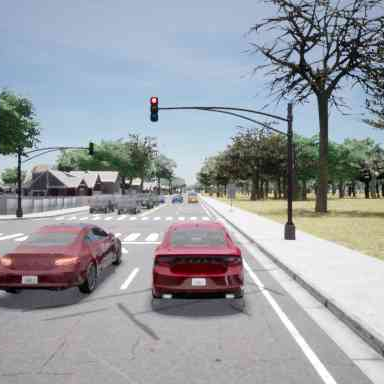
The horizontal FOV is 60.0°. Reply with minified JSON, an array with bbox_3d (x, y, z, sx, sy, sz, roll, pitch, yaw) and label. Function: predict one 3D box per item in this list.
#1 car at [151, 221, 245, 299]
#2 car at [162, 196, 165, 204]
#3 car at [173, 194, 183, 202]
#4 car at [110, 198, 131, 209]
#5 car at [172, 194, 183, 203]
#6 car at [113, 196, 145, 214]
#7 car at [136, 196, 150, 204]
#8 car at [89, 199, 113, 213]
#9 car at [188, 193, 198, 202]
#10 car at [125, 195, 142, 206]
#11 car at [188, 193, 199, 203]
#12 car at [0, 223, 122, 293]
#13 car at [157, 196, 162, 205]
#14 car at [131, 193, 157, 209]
[{"bbox_3d":[0.118,1.477,8.495,1.882,1.535,5.008,0,0,0],"label":"car"},{"bbox_3d":[-6.383,1.453,65.168,1.882,1.535,5.008,0,0,1],"label":"car"},{"bbox_3d":[-3.067,1.321,76.296,2.097,1.767,4.553,0,0,0],"label":"car"},{"bbox_3d":[-9.736,1.516,45.502,1.812,1.442,4.674,0,0,1],"label":"car"},{"bbox_3d":[-2.989,1.500,66.330,1.812,1.442,4.674,0,0,0],"label":"car"},{"bbox_3d":[-6.513,1.499,34.858,1.837,1.490,4.892,0,0,0],"label":"car"},{"bbox_3d":[-9.620,1.522,66.007,2.033,1.411,5.357,0,0,0],"label":"car"},{"bbox_3d":[-9.759,1.499,36.369,1.837,1.490,4.892,0,0,0],"label":"car"},{"bbox_3d":[0.183,1.191,76.324,2.150,2.045,5.566,0,0,0],"label":"car"},{"bbox_3d":[-9.707,1.335,55.388,2.097,1.767,4.553,0,0,0],"label":"car"},{"bbox_3d":[0.256,1.452,65.923,1.882,1.535,5.008,0,0,0],"label":"car"},{"bbox_3d":[-3.129,1.525,8.706,1.812,1.442,4.674,0,0,0],"label":"car"},{"bbox_3d":[-6.459,1.489,54.738,1.837,1.490,4.892,0,0,0],"label":"car"},{"bbox_3d":[-6.487,1.212,44.709,2.150,2.045,5.566,0,0,1],"label":"car"}]
